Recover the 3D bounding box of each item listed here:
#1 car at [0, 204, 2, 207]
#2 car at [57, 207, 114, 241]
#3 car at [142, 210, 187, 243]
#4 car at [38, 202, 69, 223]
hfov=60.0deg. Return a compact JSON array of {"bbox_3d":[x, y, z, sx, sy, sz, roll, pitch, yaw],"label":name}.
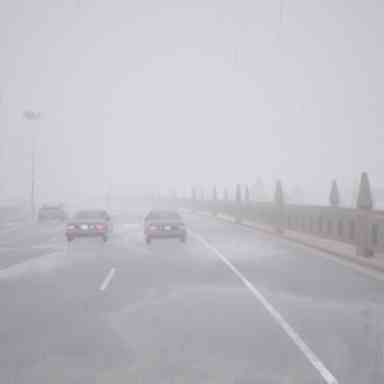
[{"bbox_3d":[-22.244,1.683,36.745,1.994,1.385,4.181,0,0,-24],"label":"car"},{"bbox_3d":[-5.057,1.584,16.856,2.033,1.411,5.357,0,0,-10],"label":"car"},{"bbox_3d":[-1.431,1.570,16.397,2.033,1.411,5.357,0,0,-9],"label":"car"},{"bbox_3d":[-10.852,1.558,26.264,2.128,1.511,4.902,0,0,-15],"label":"car"}]
